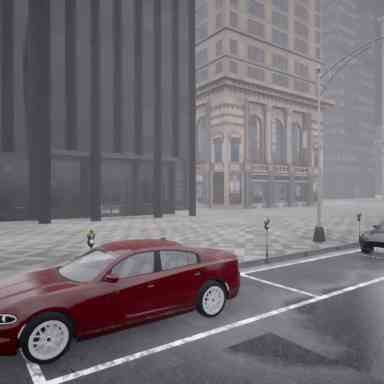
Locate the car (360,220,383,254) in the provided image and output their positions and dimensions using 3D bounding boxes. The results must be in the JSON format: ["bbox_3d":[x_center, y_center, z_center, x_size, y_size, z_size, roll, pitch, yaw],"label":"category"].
[{"bbox_3d":[8.022,1.564,12.391,4.313,1.339,1.947,0,0,-36],"label":"car"}]

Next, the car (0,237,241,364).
[{"bbox_3d":[-1.155,1.544,5.830,4.507,1.381,1.887,0,0,-36],"label":"car"}]
